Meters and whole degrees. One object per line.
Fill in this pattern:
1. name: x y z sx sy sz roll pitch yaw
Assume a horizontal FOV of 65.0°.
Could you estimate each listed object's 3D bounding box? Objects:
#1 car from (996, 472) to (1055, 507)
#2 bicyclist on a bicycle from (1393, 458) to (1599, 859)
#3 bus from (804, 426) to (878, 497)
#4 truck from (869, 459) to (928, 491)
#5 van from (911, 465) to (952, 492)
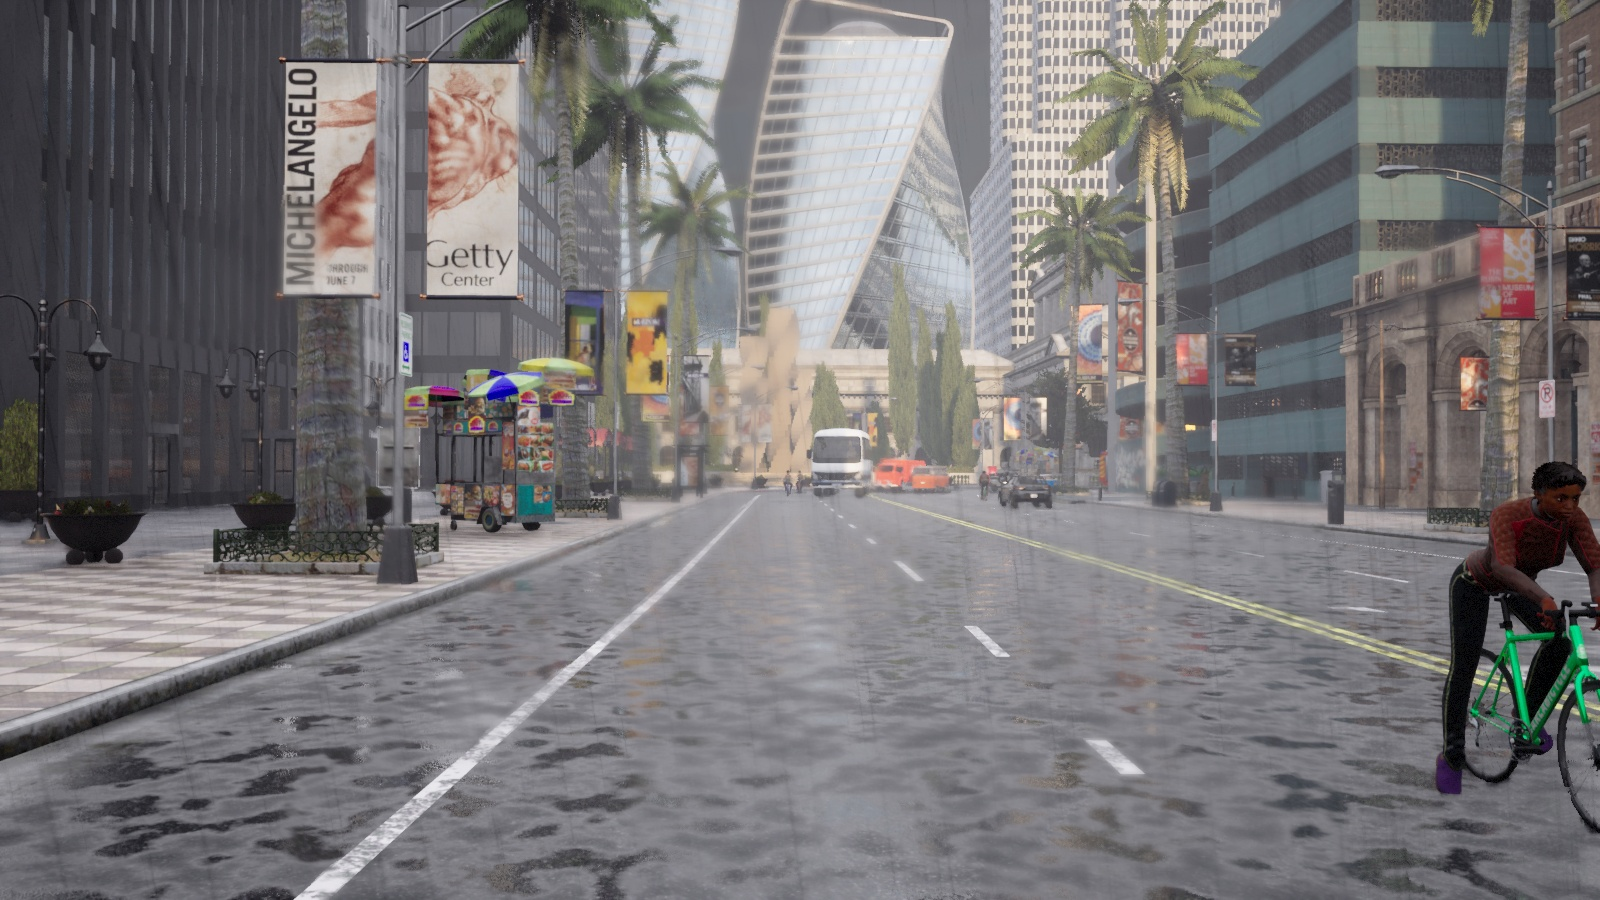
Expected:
1. car: 9.991 1.724 55.844 1.816 1.474 4.193 0 -1 -1
2. bicyclist on a bicycle: 3.486 0.853 5.915 0.582 1.620 1.656 0 -1 0
3. bus: 2.771 0.781 80.824 3.944 4.253 10.273 -1 -1 6
4. truck: 7.717 1.939 98.055 2.627 2.467 5.204 -1 -1 30
5. van: 9.947 2.113 94.667 1.775 1.987 4.442 -1 -1 24
